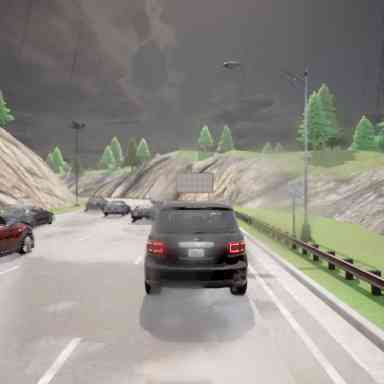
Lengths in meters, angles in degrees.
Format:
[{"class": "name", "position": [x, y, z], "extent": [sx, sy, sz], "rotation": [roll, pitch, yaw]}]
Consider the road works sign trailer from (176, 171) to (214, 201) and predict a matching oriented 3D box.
[{"class": "road works sign trailer", "position": [0.190, 0.464, 21.564], "extent": [2.380, 3.560, 2.880], "rotation": [0, 0, 0]}]

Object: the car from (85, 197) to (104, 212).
[{"class": "car", "position": [-11.132, 1.353, 39.416], "extent": [2.097, 1.767, 4.553], "rotation": [0, 0, -5]}]

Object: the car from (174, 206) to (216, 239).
[{"class": "car", "position": [0.116, 1.559, 18.068], "extent": [1.994, 1.385, 4.181], "rotation": [0, 0, -1]}]

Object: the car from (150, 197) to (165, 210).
[{"class": "car", "position": [-4.497, 1.478, 43.079], "extent": [1.882, 1.535, 5.008], "rotation": [0, 0, -7]}]

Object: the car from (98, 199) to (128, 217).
[{"class": "car", "position": [-7.077, 1.547, 31.604], "extent": [2.033, 1.411, 5.357], "rotation": [0, 0, -2]}]

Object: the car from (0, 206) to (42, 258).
[{"class": "car", "position": [-6.911, 1.352, 10.505], "extent": [2.097, 1.767, 4.553], "rotation": [0, 0, 0]}]

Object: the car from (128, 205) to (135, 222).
[{"class": "car", "position": [-3.442, 1.601, 25.924], "extent": [1.895, 1.301, 4.718], "rotation": [0, 0, 0]}]

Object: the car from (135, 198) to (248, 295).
[{"class": "car", "position": [0.089, 1.221, 8.846], "extent": [2.150, 2.045, 5.566], "rotation": [0, 0, 0]}]

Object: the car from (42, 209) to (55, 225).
[{"class": "car", "position": [-10.424, 1.564, 21.254], "extent": [1.994, 1.385, 4.181], "rotation": [0, 0, 0]}]
